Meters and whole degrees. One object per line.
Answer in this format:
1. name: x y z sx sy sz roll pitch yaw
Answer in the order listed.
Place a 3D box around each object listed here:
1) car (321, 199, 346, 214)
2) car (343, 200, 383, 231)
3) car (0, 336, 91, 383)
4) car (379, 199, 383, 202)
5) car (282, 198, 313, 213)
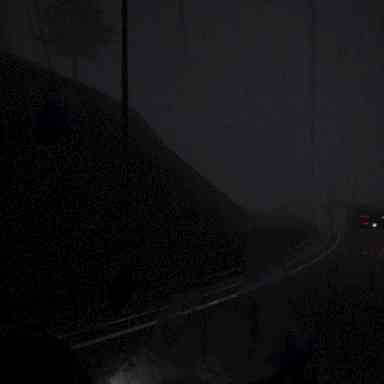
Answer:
1. car: 15.336 1.453 34.971 1.882 1.535 5.008 0 0 -3
2. car: 10.463 1.490 19.907 1.837 1.490 4.892 1 0 19
3. car: -3.113 1.549 1.473 5.357 1.411 2.033 0 0 -33
4. car: 18.944 1.452 32.522 1.882 1.535 5.008 0 0 -1
5. car: 11.691 1.454 37.169 1.882 1.535 5.008 0 0 -5
